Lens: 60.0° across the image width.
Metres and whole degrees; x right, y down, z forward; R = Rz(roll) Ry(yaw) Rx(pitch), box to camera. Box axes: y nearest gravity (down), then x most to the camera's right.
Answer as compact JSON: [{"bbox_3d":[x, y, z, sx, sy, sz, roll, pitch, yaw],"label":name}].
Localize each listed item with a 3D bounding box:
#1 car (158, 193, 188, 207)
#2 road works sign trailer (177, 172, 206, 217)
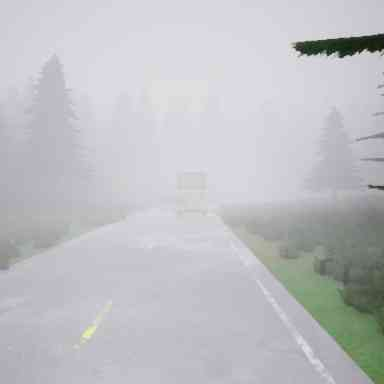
[{"bbox_3d":[-2.151,0.871,39.542,1.837,1.490,4.892,-3,-9,27],"label":"car"},{"bbox_3d":[-0.004,0.157,27.563,2.380,3.560,2.880,0,1,0],"label":"road works sign trailer"}]
